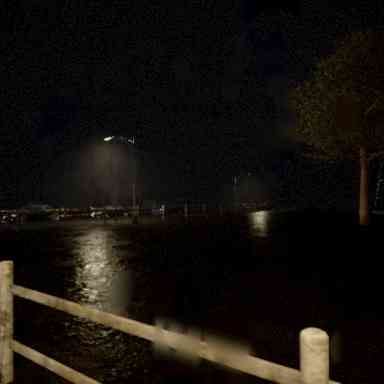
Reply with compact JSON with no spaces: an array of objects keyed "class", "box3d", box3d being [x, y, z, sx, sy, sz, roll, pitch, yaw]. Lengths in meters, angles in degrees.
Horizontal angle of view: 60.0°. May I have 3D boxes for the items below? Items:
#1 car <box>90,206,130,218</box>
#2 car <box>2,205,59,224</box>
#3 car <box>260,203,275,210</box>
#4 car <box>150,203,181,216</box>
[{"class":"car","box3d":[-9.155,2.263,37.332,2.128,1.511,4.902,-3,-2,36]},{"class":"car","box3d":[-14.481,1.974,29.914,2.097,1.767,4.553,-3,-2,36]},{"class":"car","box3d":[14.779,2.839,64.386,1.994,1.385,4.181,-3,-3,36]},{"class":"car","box3d":[-3.562,2.287,45.143,2.097,1.767,4.553,-3,-2,36]}]
